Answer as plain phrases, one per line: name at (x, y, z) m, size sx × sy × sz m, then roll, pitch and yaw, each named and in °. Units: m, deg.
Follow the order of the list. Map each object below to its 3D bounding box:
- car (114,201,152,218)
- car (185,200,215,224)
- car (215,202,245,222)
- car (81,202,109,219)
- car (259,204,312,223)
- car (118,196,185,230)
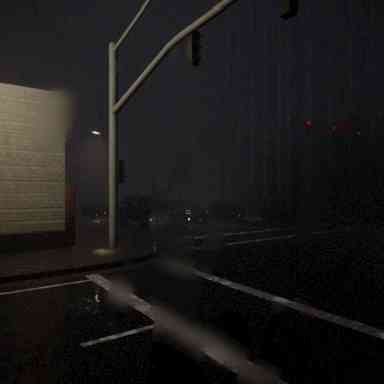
car at (-5.737, 1.619, 32.089) m, size 1.994 × 1.385 × 4.181 m, roll 0°, pitch 0°, yaw -35°
car at (-0.717, 1.407, 25.061) m, size 2.097 × 1.767 × 4.553 m, roll 0°, pitch 0°, yaw -36°
car at (2.277, 1.581, 27.210) m, size 1.812 × 1.442 × 4.674 m, roll 0°, pitch 0°, yaw -36°
car at (-8.550, 1.619, 30.013) m, size 1.994 × 1.385 × 4.181 m, roll 0°, pitch 0°, yaw -35°
car at (7.288, 1.619, 26.246) m, size 1.994 × 1.385 × 4.181 m, roll 0°, pitch 0°, yaw -36°
car at (-3.084, 1.277, 22.348) m, size 2.150 × 2.045 × 5.566 m, roll 0°, pitch 0°, yaw -36°
